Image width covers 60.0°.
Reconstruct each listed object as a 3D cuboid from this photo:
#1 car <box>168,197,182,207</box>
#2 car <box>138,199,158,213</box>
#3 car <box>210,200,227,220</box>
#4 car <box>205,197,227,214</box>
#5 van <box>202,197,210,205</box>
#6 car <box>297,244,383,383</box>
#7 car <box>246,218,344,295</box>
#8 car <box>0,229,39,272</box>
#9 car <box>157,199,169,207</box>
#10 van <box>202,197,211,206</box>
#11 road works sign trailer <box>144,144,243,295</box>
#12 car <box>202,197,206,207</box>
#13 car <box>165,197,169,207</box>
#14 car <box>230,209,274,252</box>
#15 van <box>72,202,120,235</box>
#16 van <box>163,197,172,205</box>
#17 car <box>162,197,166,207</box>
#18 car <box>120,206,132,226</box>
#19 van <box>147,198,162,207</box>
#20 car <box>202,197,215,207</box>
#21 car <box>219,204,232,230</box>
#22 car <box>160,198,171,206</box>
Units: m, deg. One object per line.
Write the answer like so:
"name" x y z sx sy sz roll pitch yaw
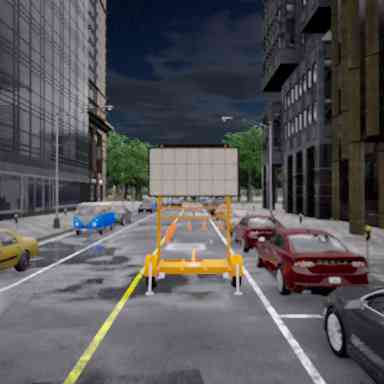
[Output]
"car" -2.753 1.951 58.083 1.882 1.535 5.008 0 0 0
"car" -5.584 1.906 41.402 1.947 1.339 4.313 0 0 0
"car" 2.897 1.764 30.663 1.752 1.417 4.829 0 0 0
"car" 2.918 1.597 35.932 2.192 1.841 5.009 0 0 0
"van" 3.072 1.941 73.994 1.690 1.788 3.998 0 0 0
"car" 2.787 1.573 3.306 2.008 1.369 4.403 0 0 0
"car" 2.809 1.610 8.744 1.887 1.381 4.507 0 0 0
"car" -5.717 1.603 8.609 1.752 1.417 4.829 0 0 0
"car" -5.497 2.045 62.982 1.752 1.417 4.829 0 0 0
"van" 3.050 1.894 68.556 1.690 1.788 3.998 0 0 0
"road works sign trailer" 0.046 0.535 8.905 2.380 3.560 2.880 0 0 0
"car" 2.985 1.960 52.243 1.887 1.381 4.507 0 0 0
"car" -5.518 2.041 57.714 1.947 1.339 4.313 0 0 0
"car" 2.831 1.653 14.181 1.887 1.381 4.507 0 0 0
"van" -5.673 1.506 19.655 1.690 1.788 3.998 0 0 0
"van" -5.453 1.955 74.028 1.690 1.788 3.998 0 0 0
"car" -5.541 1.954 52.107 1.752 1.417 4.829 0 0 0
"car" -5.650 1.759 25.090 2.008 1.369 4.403 0 0 0
"van" -5.563 1.726 46.841 1.690 1.788 3.998 0 0 0
"car" 3.028 1.822 63.119 2.192 1.841 5.009 0 0 0
"car" 2.854 1.678 19.788 1.752 1.417 4.829 0 0 0
"car" -5.475 2.007 68.590 1.967 1.590 4.097 0 0 0
